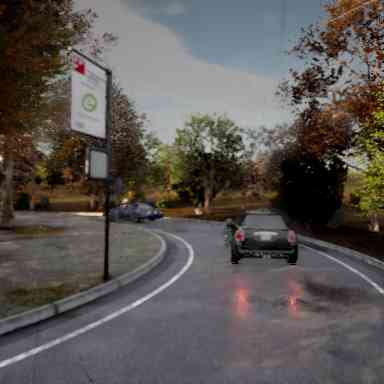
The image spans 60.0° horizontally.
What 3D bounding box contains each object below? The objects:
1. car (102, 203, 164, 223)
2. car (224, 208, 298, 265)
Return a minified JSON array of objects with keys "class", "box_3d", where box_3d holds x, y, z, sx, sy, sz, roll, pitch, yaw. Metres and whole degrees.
[{"class":"car","box_3d":[-4.671,1.532,25.871,5.357,1.411,2.033,1,0,37]},{"class":"car","box_3d":[2.365,1.421,12.304,2.097,1.767,4.553,1,0,3]}]
